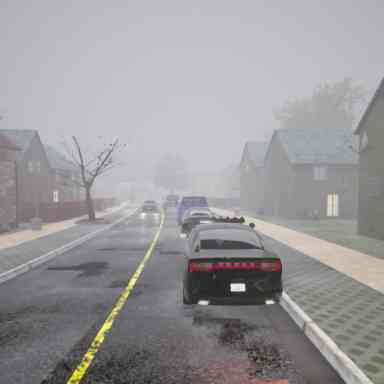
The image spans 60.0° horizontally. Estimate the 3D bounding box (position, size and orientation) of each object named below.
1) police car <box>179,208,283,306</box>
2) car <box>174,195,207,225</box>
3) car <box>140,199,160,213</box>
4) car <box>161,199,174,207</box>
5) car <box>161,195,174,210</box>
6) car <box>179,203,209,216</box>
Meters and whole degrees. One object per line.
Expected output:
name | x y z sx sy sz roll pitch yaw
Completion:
police car | 0.721 1.425 8.248 1.930 1.638 5.238 0 0 -1
car | 0.004 1.263 24.257 2.150 2.045 5.566 0 0 -4
car | -4.859 1.620 38.569 1.837 1.490 4.892 0 0 -6
car | -4.198 1.814 56.051 1.895 1.301 4.718 0 0 -9
car | -2.682 1.356 44.579 2.150 2.045 5.566 0 0 -7
car | 0.354 1.545 18.197 1.812 1.442 4.674 0 0 -3
